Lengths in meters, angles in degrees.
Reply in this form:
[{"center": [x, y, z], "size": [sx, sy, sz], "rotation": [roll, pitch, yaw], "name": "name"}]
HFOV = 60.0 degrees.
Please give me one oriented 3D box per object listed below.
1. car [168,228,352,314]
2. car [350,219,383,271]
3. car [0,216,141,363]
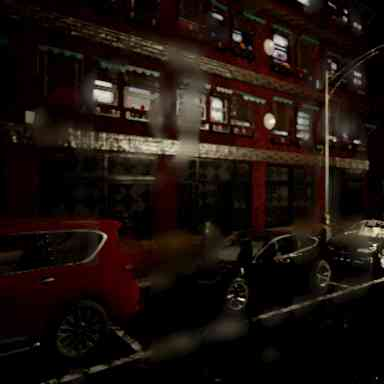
[{"center": [1.522, 1.583, 7.658], "size": [4.313, 1.339, 1.947], "rotation": [0, 0, -36], "name": "car"}, {"center": [6.154, 1.587, 10.972], "size": [4.403, 1.369, 2.008], "rotation": [0, 0, -36], "name": "car"}, {"center": [-3.111, 1.315, 4.343], "size": [5.009, 1.841, 2.192], "rotation": [0, 0, -36], "name": "car"}]
